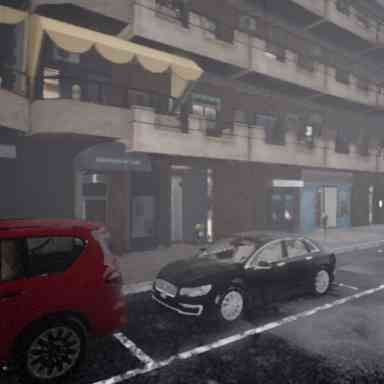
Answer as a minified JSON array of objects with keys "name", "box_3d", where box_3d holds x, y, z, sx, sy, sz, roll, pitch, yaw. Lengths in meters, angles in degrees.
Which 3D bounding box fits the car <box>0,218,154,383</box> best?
[{"name":"car","box_3d":[-3.214,1.316,3.798,5.009,1.841,2.192,0,0,-35]}]

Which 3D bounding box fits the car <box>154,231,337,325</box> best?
[{"name":"car","box_3d":[1.293,1.546,7.014,4.403,1.369,2.008,0,0,-35]}]
